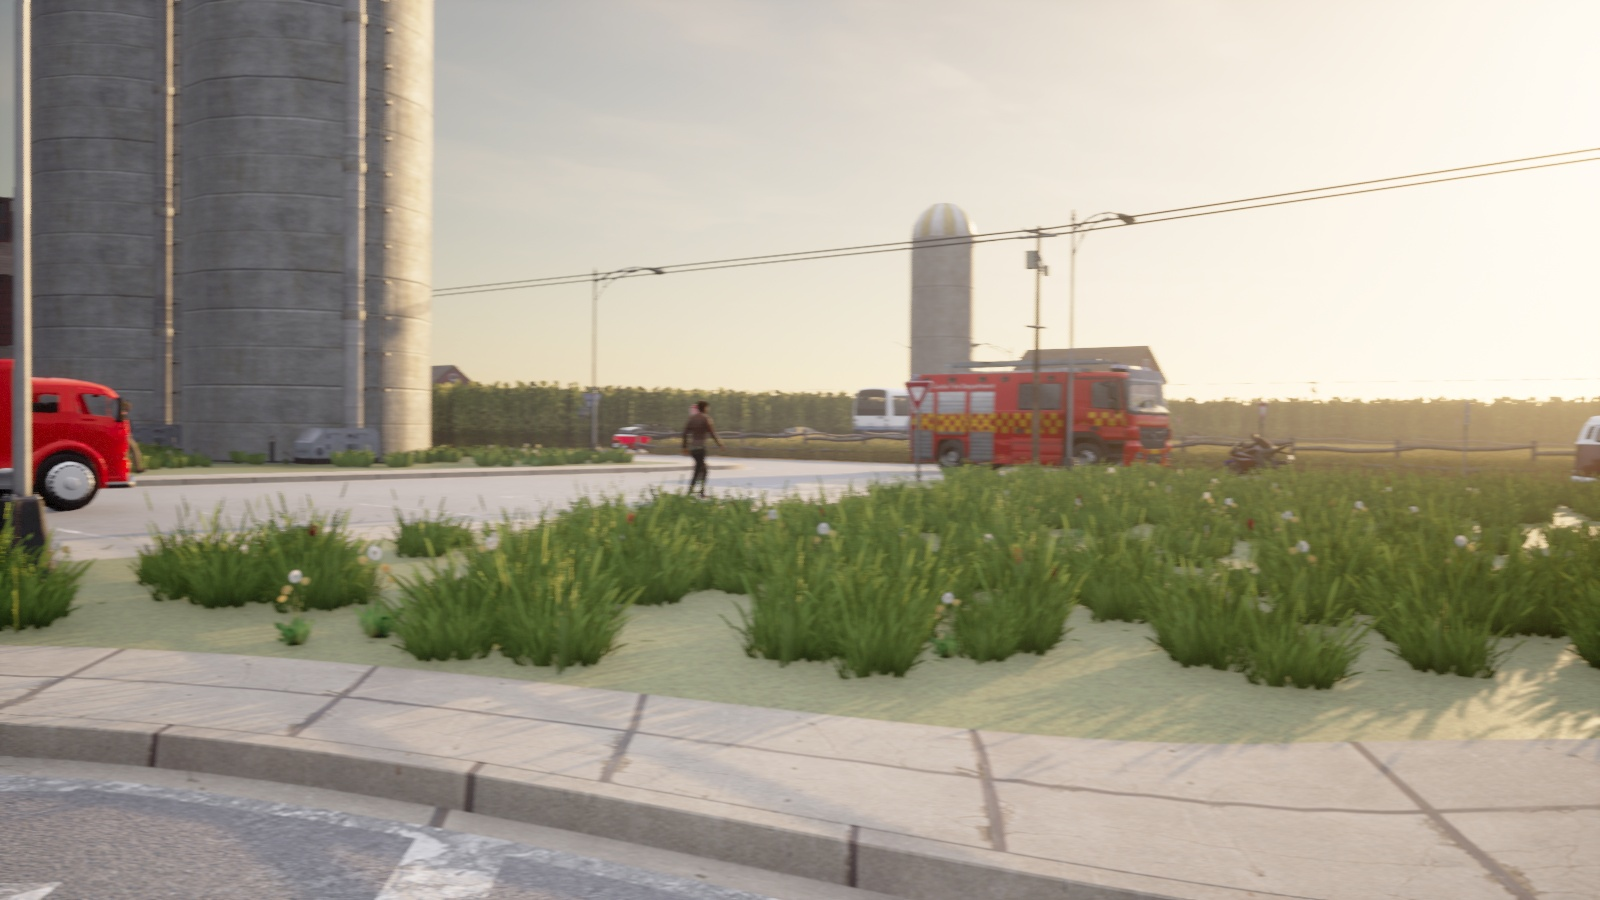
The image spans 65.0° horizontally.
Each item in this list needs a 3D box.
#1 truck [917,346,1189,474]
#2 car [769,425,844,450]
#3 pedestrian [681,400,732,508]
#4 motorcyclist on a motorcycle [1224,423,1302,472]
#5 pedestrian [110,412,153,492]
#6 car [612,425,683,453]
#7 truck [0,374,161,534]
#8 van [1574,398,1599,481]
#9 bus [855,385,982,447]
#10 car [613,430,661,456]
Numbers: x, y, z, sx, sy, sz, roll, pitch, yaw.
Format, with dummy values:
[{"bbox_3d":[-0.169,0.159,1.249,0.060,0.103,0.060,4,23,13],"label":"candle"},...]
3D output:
[{"bbox_3d":[8.191,-1.242,41.492,8.468,3.827,2.891,0,1,41],"label":"truck"},{"bbox_3d":[0.468,-0.841,81.740,1.801,1.575,5.366,0,1,41],"label":"car"},{"bbox_3d":[-1.596,0.056,21.520,0.328,1.805,0.869,0,1,40],"label":"pedestrian"},{"bbox_3d":[14.876,-0.086,40.401,2.191,1.530,0.866,0,1,41],"label":"motorcyclist on a motorcycle"},{"bbox_3d":[-15.656,0.043,29.425,0.540,1.848,0.694,0,1,34],"label":"pedestrian"},{"bbox_3d":[-9.128,-0.655,75.356,1.851,1.617,3.988,0,1,41],"label":"car"},{"bbox_3d":[-13.505,0.058,20.087,2.627,2.467,5.204,0,1,40],"label":"truck"},{"bbox_3d":[21.402,-0.267,30.217,4.480,2.038,2.069,0,1,40],"label":"van"},{"bbox_3d":[8.748,-2.487,91.332,3.944,4.253,10.273,0,2,41],"label":"bus"},{"bbox_3d":[-9.162,-0.411,70.777,1.481,1.376,2.207,1,2,44],"label":"car"}]
